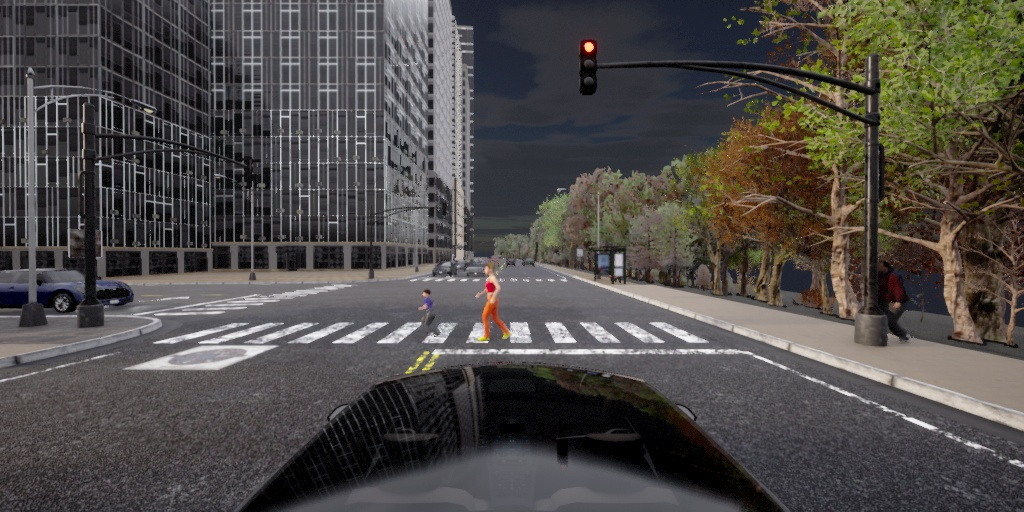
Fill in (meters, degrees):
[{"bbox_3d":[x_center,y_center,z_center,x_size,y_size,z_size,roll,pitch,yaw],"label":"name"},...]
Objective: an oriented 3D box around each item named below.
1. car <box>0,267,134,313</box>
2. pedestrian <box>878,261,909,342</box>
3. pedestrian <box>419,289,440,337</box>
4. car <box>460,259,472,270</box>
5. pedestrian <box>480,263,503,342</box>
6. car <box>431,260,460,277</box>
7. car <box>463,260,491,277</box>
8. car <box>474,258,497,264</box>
[{"bbox_3d":[-18.324,1.284,14.515,4.553,1.767,2.097,-1,0,0],"label":"car"},{"bbox_3d":[7.960,0.891,7.599,0.375,1.860,0.375,0,0,0],"label":"pedestrian"},{"bbox_3d":[-1.988,1.323,8.776,0.375,1.300,0.375,0,0,0],"label":"pedestrian"},{"bbox_3d":[-6.713,1.235,46.553,2.128,1.511,4.902,0,0,0],"label":"car"},{"bbox_3d":[-0.463,1.043,8.313,0.375,1.860,0.375,0,0,0],"label":"pedestrian"},{"bbox_3d":[-6.686,1.271,35.961,1.812,1.442,4.674,0,0,0],"label":"car"},{"bbox_3d":[-3.436,1.346,36.040,1.895,1.301,4.718,0,0,0],"label":"car"},{"bbox_3d":[-3.467,1.292,46.938,2.033,1.411,5.357,0,0,0],"label":"car"}]
